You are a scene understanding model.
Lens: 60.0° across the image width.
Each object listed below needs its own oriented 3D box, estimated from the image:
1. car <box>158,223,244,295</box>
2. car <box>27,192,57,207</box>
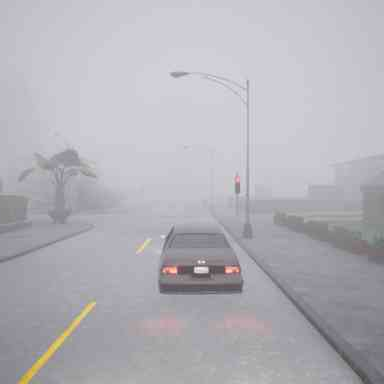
[{"bbox_3d":[0.109,1.547,8.902,2.033,1.411,5.357,0,0,-2],"label":"car"},{"bbox_3d":[-19.782,0.985,43.806,1.905,1.878,3.866,0,0,35],"label":"car"}]
